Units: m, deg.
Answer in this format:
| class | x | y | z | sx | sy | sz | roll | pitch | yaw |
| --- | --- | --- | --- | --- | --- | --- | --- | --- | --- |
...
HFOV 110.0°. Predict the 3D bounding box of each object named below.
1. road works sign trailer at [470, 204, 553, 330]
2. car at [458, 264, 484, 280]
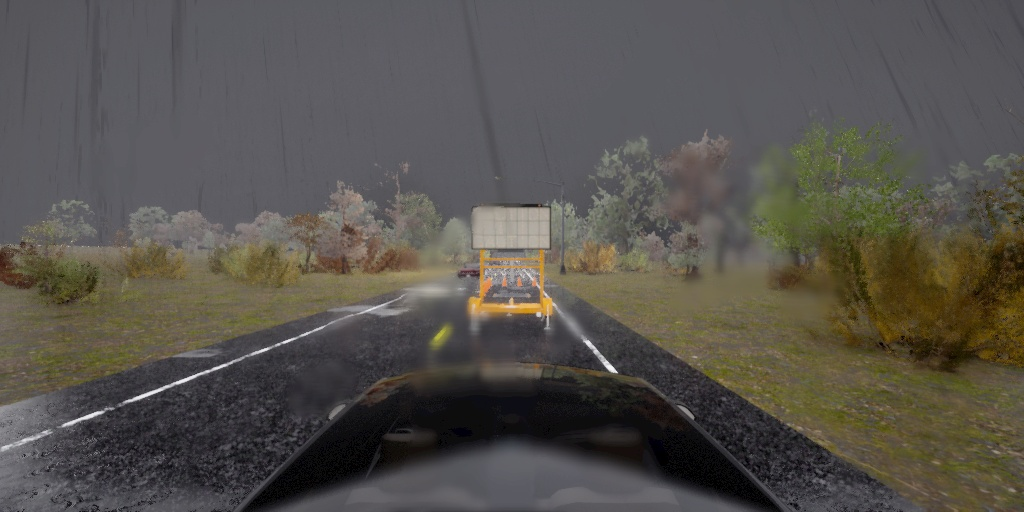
| class | x | y | z | sx | sy | sz | roll | pitch | yaw |
| --- | --- | --- | --- | --- | --- | --- | --- | --- | --- |
| road works sign trailer | -0.003 | 0.213 | 11.055 | 2.380 | 3.560 | 2.880 | 0 | 0 | 0 |
| car | -3.611 | 1.348 | 31.832 | 1.895 | 1.301 | 4.718 | 0 | 0 | 0 |
